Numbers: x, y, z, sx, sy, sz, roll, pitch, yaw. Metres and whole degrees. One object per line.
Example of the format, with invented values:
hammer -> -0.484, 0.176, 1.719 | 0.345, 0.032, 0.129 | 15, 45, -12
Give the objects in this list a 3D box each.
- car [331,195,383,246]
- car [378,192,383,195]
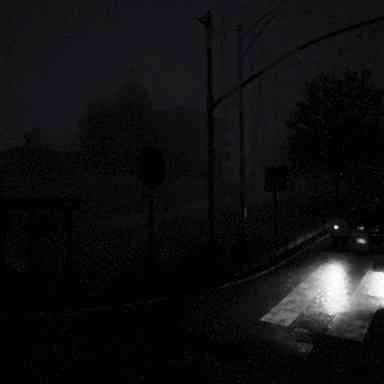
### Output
car -> 6.477, 1.042, 11.903 | 1.895, 1.301, 4.718 | -3, 2, 37
car -> 12.116, 0.312, 19.300 | 2.128, 1.511, 4.902 | -3, 2, 37
